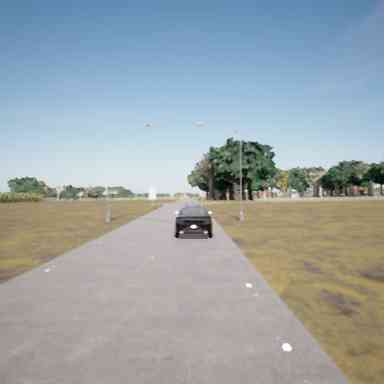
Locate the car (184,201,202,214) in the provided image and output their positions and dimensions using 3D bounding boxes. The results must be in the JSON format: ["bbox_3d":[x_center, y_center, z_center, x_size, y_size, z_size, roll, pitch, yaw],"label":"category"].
[{"bbox_3d":[0.073,1.663,37.218,1.895,1.301,4.718,0,0,0],"label":"car"}]

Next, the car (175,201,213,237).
[{"bbox_3d":[0.085,1.498,18.253,1.882,1.535,5.008,0,0,0],"label":"car"}]
